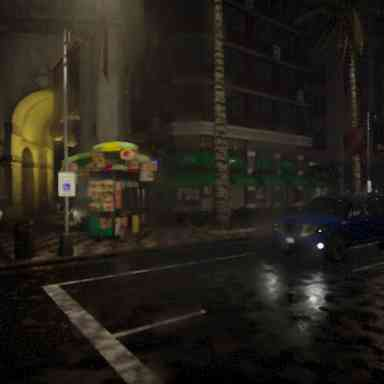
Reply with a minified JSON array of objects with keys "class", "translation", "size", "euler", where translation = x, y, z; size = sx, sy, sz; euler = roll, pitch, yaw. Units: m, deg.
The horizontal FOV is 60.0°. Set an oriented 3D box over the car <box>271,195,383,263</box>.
[{"class":"car","translation":[5.341,1.150,12.083],"size":[5.566,2.045,2.150],"euler":[0,0,-35]}]
